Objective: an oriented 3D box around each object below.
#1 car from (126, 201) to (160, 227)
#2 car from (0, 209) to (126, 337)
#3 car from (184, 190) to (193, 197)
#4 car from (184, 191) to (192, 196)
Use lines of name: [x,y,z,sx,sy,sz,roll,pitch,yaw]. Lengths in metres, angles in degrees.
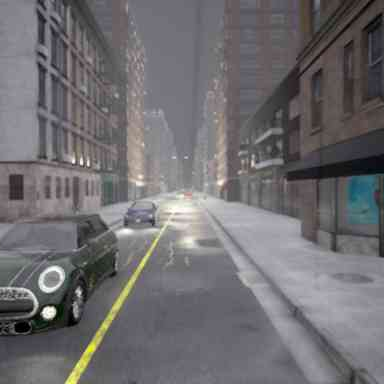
car: [-3.061,1.294,20.973,1.812,1.442,4.674,0,1,-1]
car: [-2.912,1.287,6.866,2.097,1.767,4.553,0,1,-1]
car: [-0.920,0.383,81.177,2.097,1.767,4.553,0,1,-1]
car: [-1.035,0.307,91.243,1.994,1.385,4.181,0,1,-1]
